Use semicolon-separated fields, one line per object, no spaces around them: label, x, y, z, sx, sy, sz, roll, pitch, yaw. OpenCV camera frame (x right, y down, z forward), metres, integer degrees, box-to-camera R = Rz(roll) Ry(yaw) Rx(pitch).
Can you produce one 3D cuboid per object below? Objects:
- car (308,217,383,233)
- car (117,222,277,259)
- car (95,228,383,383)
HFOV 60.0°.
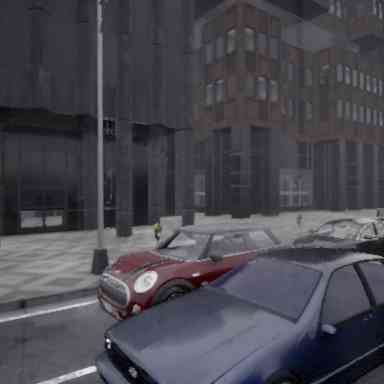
car;4.776;1.492;10.061;4.403;1.369;2.008;0;0;-36
car;0.211;1.416;6.800;4.097;1.590;1.967;0;0;-36
car;1.569;1.524;4.501;5.357;1.411;2.033;0;0;-36
